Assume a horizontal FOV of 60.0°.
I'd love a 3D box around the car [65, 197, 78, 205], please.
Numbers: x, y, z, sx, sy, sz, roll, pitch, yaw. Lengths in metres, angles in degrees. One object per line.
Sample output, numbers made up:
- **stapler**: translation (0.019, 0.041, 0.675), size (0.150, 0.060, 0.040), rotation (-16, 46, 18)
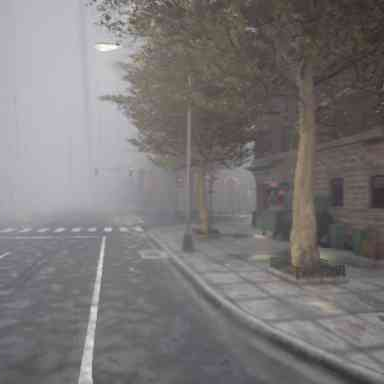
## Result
- **car**: translation (-28.587, 2.330, 78.145), size (1.882, 1.535, 5.008), rotation (1, -1, -13)
